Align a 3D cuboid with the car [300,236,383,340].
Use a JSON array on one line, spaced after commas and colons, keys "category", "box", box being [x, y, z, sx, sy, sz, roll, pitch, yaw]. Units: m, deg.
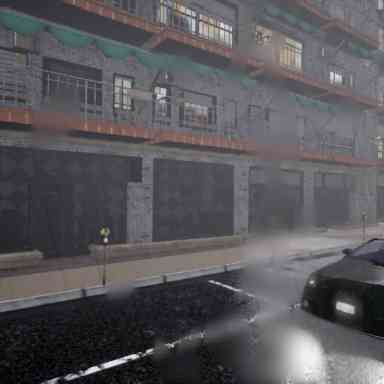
[{"category": "car", "box": [3.942, 1.568, 6.189, 4.181, 1.385, 1.994, 0, 0, -35]}]
